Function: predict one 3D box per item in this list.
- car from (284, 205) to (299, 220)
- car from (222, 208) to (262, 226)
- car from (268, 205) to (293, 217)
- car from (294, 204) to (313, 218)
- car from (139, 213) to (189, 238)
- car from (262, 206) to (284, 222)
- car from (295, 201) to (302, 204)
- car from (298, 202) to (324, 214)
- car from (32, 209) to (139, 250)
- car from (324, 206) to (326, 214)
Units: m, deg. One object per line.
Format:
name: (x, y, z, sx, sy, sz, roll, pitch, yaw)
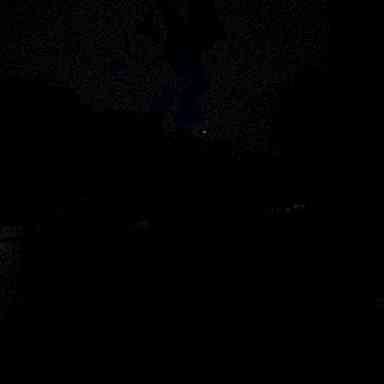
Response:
car: (10.787, 2.530, 39.215, 1.802, 1.307, 4.206, -1, -2, 36)
car: (4.324, 2.306, 30.204, 1.947, 1.339, 4.313, -1, -2, 36)
car: (12.222, 2.592, 45.554, 1.812, 1.442, 4.674, 0, -1, 35)
car: (14.018, 2.599, 43.722, 1.887, 1.381, 4.507, -2, -2, 36)
car: (-2.040, 2.063, 21.332, 1.752, 1.417, 4.829, -1, -2, 36)
car: (7.555, 2.394, 34.711, 2.008, 1.369, 4.403, -1, -2, 36)
car: (18.182, 2.489, 53.866, 2.150, 2.045, 5.566, 0, -1, 36)
car: (17.248, 2.603, 48.231, 1.967, 1.590, 4.097, -2, -2, 36)
car: (-5.372, 1.747, 16.693, 2.192, 1.841, 5.009, -1, -2, 36)
car: (20.480, 2.822, 52.733, 2.008, 1.369, 4.403, -2, -2, 36)
